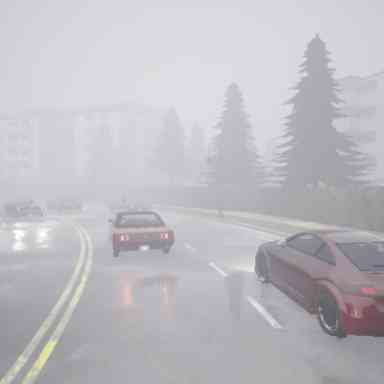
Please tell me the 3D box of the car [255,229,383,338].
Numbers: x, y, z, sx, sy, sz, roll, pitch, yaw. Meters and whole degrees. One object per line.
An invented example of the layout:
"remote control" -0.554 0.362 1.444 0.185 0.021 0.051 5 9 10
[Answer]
"car" 2.720 1.410 6.452 1.994 1.385 4.181 0 1 -9

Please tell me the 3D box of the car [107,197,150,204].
"car" -5.146 1.041 26.407 1.895 1.301 4.718 -1 1 -34

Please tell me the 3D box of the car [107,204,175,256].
"car" -2.063 1.341 12.105 1.895 1.301 4.718 -1 1 -17

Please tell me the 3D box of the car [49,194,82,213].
"car" -10.891 0.915 28.106 2.128 1.511 4.902 -1 1 -39

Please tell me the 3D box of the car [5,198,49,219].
"car" -11.908 1.126 23.604 1.895 1.301 4.718 -1 2 -37
